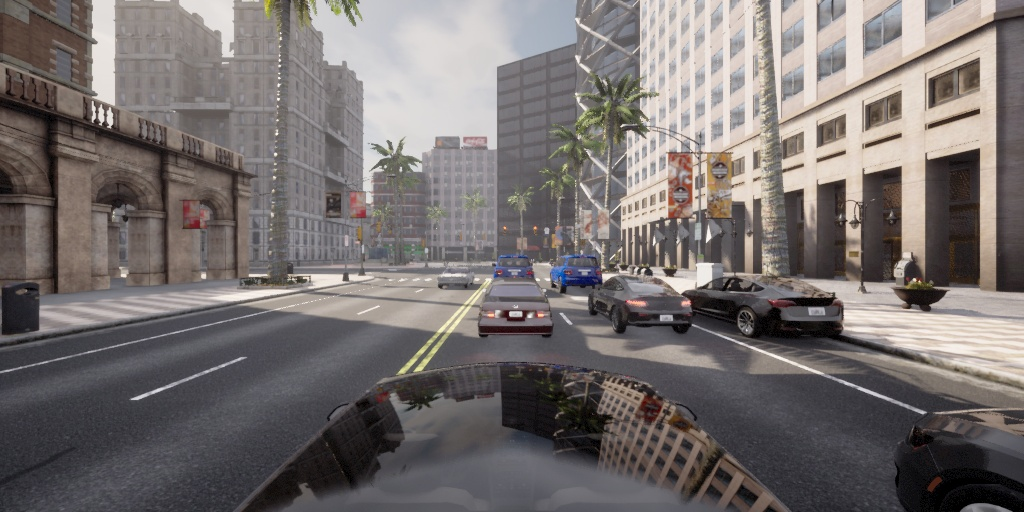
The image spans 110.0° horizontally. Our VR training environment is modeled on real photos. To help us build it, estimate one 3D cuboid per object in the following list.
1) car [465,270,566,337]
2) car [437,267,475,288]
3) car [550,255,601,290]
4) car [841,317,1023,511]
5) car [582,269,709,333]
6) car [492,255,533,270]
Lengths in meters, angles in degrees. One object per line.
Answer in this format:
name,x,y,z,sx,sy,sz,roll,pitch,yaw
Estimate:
car,0.070,1.297,10.235,2.033,1.411,5.357,0,0,0
car,-3.587,1.381,23.468,1.895,1.301,4.718,0,0,0
car,3.547,0.971,20.589,2.150,2.045,5.566,0,0,-2
car,3.600,1.255,0.450,1.837,1.490,4.892,0,0,0
car,3.564,1.276,10.625,1.812,1.442,4.674,0,0,-1
car,0.048,0.971,20.455,2.150,2.045,5.566,0,0,-2
